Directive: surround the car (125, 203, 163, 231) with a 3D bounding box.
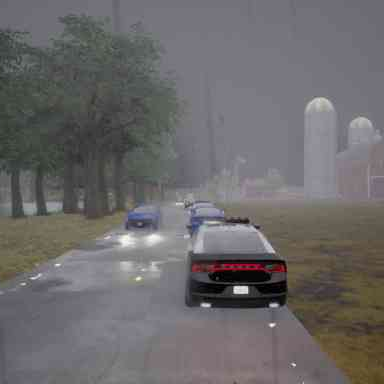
[{"bbox_3d":[-2.886,1.490,20.806,1.882,1.535,5.008,0,0,0],"label":"car"}]

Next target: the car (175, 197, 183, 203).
[{"bbox_3d":[-2.885,1.801,76.768,2.128,1.511,4.902,0,0,0],"label":"car"}]

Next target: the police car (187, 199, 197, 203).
[{"bbox_3d":[0.783,1.442,24.120,1.930,1.638,5.238,0,0,0],"label":"police car"}]

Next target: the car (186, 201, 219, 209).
[{"bbox_3d":[0.794,1.487,18.009,1.882,1.535,5.008,0,0,0],"label":"car"}]

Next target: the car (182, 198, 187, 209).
[{"bbox_3d":[-0.054,1.699,47.076,1.895,1.301,4.718,0,0,1],"label":"car"}]

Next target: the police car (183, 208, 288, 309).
[{"bbox_3d":[0.811,1.428,8.119,1.930,1.638,5.238,0,0,0],"label":"police car"}]
